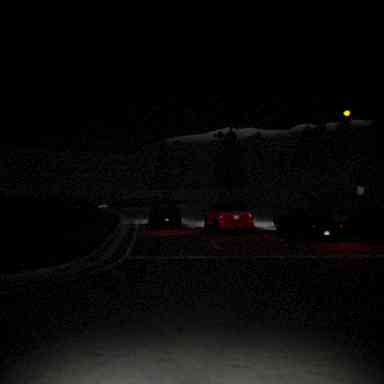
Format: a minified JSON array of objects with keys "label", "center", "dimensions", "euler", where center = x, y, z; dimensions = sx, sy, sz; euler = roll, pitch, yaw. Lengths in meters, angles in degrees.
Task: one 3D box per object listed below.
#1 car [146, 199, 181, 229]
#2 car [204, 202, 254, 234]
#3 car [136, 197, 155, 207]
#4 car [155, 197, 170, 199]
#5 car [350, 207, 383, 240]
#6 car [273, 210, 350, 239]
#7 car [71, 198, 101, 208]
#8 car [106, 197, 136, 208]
[{"label":"car","center":[-1.874,1.481,21.994],"dimensions":[1.882,1.535,5.008],"euler":[0,0,-9]},{"label":"car","center":[2.033,1.347,19.605],"dimensions":[2.097,1.767,4.553],"euler":[0,0,-8]},{"label":"car","center":[-8.506,1.494,51.631],"dimensions":[5.008,1.535,1.882],"euler":[0,0,42]},{"label":"car","center":[-6.432,1.503,54.479],"dimensions":[4.902,1.511,2.128],"euler":[0,0,42]},{"label":"car","center":[9.500,1.484,16.497],"dimensions":[1.837,1.490,4.892],"euler":[0,0,-6]},{"label":"car","center":[5.893,1.588,17.403],"dimensions":[1.895,1.301,4.718],"euler":[0,0,-7]},{"label":"car","center":[-15.460,1.578,48.543],"dimensions":[5.357,1.411,2.033],"euler":[0,0,39]},{"label":"car","center":[-10.682,1.622,48.860],"dimensions":[1.895,1.301,4.718],"euler":[0,0,-44]}]
